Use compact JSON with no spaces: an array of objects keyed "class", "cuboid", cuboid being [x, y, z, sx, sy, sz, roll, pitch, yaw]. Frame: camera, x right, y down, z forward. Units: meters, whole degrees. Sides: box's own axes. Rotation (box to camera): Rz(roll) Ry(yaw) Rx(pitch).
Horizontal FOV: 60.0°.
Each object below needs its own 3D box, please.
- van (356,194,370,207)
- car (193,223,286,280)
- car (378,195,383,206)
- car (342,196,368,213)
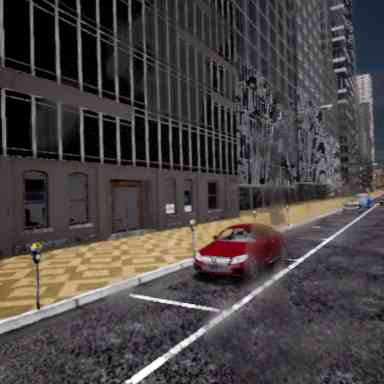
[{"class":"van","cuboid":[22.611,1.165,44.087,1.690,1.788,3.998,-2,-1,32]},{"class":"car","cuboid":[1.642,1.650,10.205,1.802,1.307,4.206,-2,-1,32]},{"class":"car","cuboid":[27.560,1.197,46.965,2.128,1.511,4.902,-2,-1,32]},{"class":"car","cuboid":[16.624,1.451,34.405,2.008,1.369,4.403,-2,-1,32]}]
